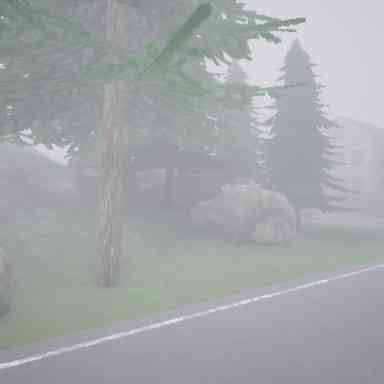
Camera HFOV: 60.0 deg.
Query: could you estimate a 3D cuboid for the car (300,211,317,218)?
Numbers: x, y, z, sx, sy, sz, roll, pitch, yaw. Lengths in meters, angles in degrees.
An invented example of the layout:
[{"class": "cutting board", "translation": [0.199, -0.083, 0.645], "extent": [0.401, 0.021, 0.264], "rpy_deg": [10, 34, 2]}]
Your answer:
[{"class": "car", "translation": [8.115, 1.199, 29.215], "extent": [2.150, 2.045, 5.566], "rpy_deg": [0, 1, -35]}]
